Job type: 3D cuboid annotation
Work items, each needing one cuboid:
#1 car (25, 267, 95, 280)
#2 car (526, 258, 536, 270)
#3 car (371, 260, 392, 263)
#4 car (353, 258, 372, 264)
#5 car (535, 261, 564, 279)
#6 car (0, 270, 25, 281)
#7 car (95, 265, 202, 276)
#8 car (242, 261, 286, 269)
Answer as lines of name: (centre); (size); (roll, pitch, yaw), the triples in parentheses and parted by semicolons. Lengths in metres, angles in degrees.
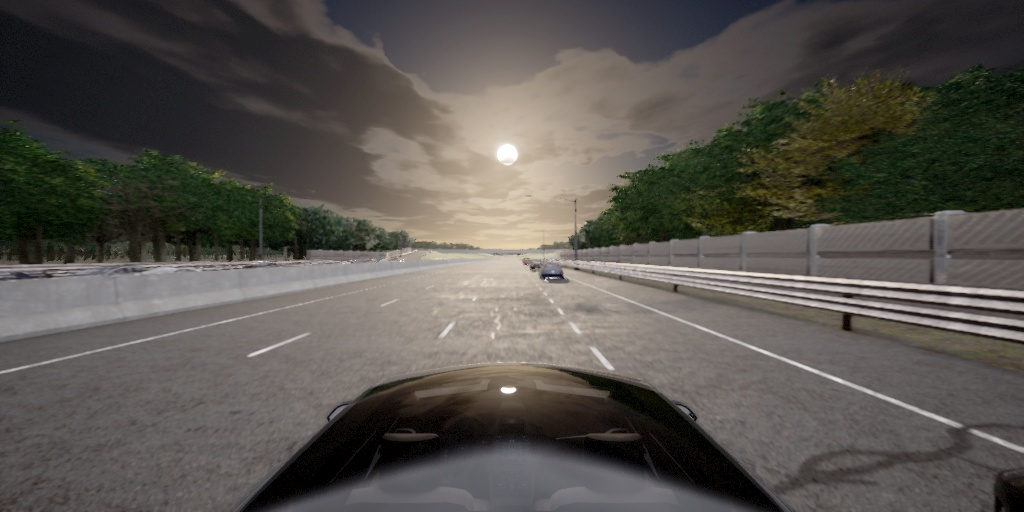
car: (-21.081, 1.250, 18.849); (2.128, 1.511, 4.902); (0, 0, 0)
car: (3.511, 1.386, 52.648); (1.895, 1.301, 4.718); (0, 0, 0)
car: (-20.989, 1.315, 59.241); (1.812, 1.442, 4.674); (0, 0, 1)
car: (-24.488, 1.147, 59.235); (2.097, 1.767, 4.553); (0, 0, 0)
car: (3.504, 1.328, 32.685); (1.994, 1.385, 4.181); (0, 0, 0)
car: (-24.584, 1.359, 17.410); (1.895, 1.301, 4.718); (0, 0, 0)
car: (-17.584, 1.283, 18.325); (1.812, 1.442, 4.674); (0, 0, 0)
car: (-28.040, 1.321, 40.807); (2.033, 1.411, 5.357); (0, 0, 1)
